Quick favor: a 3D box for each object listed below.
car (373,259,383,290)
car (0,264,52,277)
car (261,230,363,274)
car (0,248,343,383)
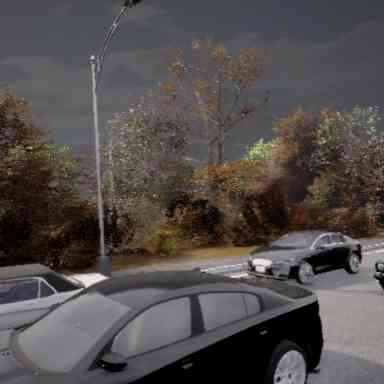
[{"bbox_3d":[6.962,2.005,9.256,4.718,1.301,1.895,2,-5,-38],"label":"car"},{"bbox_3d":[-3.588,2.063,5.890,4.718,1.301,1.895,0,-4,-35],"label":"car"},{"bbox_3d":[3.972,2.093,11.385,4.902,1.511,2.128,2,-5,-38],"label":"car"},{"bbox_3d":[-0.593,1.724,3.745,5.008,1.535,1.882,0,-4,-35],"label":"car"}]
